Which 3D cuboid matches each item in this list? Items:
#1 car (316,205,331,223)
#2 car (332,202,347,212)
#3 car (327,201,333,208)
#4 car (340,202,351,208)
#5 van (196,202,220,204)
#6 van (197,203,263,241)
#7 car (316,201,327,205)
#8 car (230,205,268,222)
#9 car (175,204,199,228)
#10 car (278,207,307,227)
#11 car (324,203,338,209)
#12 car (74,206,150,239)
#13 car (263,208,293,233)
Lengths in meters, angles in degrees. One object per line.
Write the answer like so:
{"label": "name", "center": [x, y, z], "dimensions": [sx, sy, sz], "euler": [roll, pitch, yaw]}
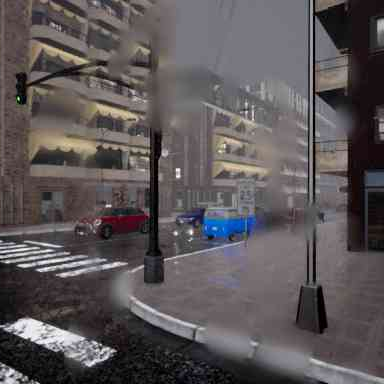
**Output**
{"label": "car", "center": [11.743, 2.233, 32.409], "dimensions": [2.008, 1.369, 4.403], "euler": [-1, -2, 35]}
{"label": "car", "center": [25.948, 2.723, 56.769], "dimensions": [1.837, 1.490, 4.892], "euler": [0, -1, 36]}
{"label": "car", "center": [27.385, 2.728, 68.807], "dimensions": [2.192, 1.841, 5.009], "euler": [-1, -2, 35]}
{"label": "car", "center": [40.132, 3.375, 86.722], "dimensions": [1.752, 1.417, 4.829], "euler": [-1, -2, 35]}
{"label": "van", "center": [1.699, 1.903, 32.695], "dimensions": [1.690, 1.788, 3.998], "euler": [-1, -2, 35]}
{"label": "van", "center": [2.248, 1.704, 18.773], "dimensions": [1.690, 1.788, 3.998], "euler": [-1, -2, 35]}
{"label": "car", "center": [24.175, 2.889, 64.287], "dimensions": [1.802, 1.307, 4.206], "euler": [-1, -2, 35]}
{"label": "car", "center": [5.933, 2.140, 34.136], "dimensions": [1.837, 1.490, 4.892], "euler": [0, -1, 35]}
{"label": "car", "center": [0.610, 1.985, 26.659], "dimensions": [1.812, 1.442, 4.674], "euler": [0, -1, 36]}
{"label": "car", "center": [8.532, 2.158, 27.893], "dimensions": [1.802, 1.307, 4.206], "euler": [-1, -2, 35]}
{"label": "car", "center": [30.597, 3.064, 73.315], "dimensions": [1.887, 1.381, 4.507], "euler": [-1, -2, 35]}
{"label": "car", "center": [-4.530, 1.639, 19.396], "dimensions": [2.097, 1.767, 4.553], "euler": [0, -1, 35]}
{"label": "car", "center": [5.322, 2.035, 23.380], "dimensions": [1.947, 1.339, 4.313], "euler": [-1, -2, 35]}
